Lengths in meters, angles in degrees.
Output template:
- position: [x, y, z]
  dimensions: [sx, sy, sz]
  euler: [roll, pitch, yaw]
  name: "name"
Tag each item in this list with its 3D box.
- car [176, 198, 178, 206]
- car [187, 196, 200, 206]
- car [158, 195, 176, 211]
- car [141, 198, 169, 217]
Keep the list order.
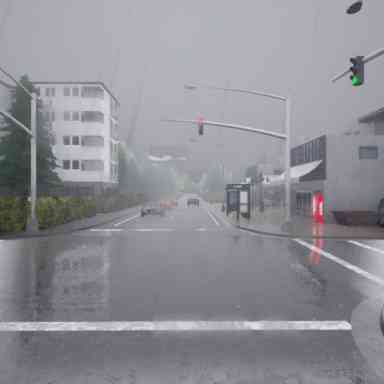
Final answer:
- position: [-3.420, 1.351, 53.682]
  dimensions: [2.097, 1.767, 4.553]
  euler: [0, 0, 1]
  name: "car"
- position: [0.236, 1.505, 54.213]
  dimensions: [1.837, 1.490, 4.892]
  euler: [0, 0, 1]
  name: "car"
- position: [-3.501, 1.352, 40.744]
  dimensions: [2.097, 1.767, 4.553]
  euler: [0, 0, 0]
  name: "car"
- position: [-3.530, 1.564, 31.042]
  dimensions: [1.994, 1.385, 4.181]
  euler: [0, 0, 0]
  name: "car"
